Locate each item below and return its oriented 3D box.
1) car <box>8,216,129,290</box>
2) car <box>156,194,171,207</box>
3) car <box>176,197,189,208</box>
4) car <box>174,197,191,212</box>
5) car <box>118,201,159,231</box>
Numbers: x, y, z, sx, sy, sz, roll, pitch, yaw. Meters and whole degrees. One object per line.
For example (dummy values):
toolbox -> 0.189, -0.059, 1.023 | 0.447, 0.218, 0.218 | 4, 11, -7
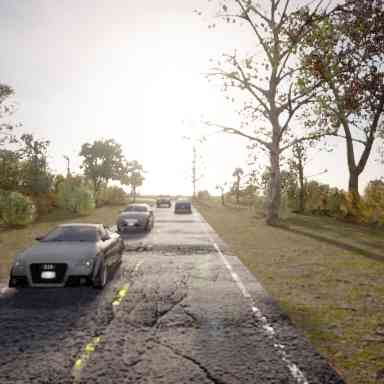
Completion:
car -> -3.108, 1.576, 9.028 | 1.994, 1.385, 4.181 | 0, 0, -2
car -> -4.460, 1.320, 52.993 | 2.150, 2.045, 5.566 | 0, 0, -1
car -> -1.428, 1.599, 50.336 | 1.837, 1.490, 4.892 | 0, 0, -2
car -> -1.101, 1.548, 39.889 | 1.882, 1.535, 5.008 | 0, 0, -2
car -> -3.444, 1.522, 20.804 | 2.128, 1.511, 4.902 | 0, 0, -2
